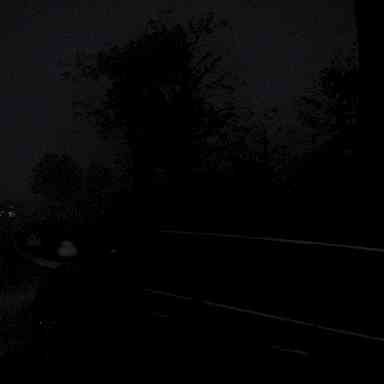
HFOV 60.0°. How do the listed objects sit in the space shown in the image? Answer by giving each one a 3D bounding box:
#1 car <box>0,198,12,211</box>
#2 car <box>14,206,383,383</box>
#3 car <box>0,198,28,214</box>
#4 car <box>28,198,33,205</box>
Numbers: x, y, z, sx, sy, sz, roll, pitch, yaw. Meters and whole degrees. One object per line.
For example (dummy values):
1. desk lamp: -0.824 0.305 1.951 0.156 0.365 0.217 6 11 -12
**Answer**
1. car: -32.327 2.127 57.532 2.150 2.045 5.566 0 -1 -27
2. car: 0.451 1.237 3.549 5.566 2.045 2.150 0 0 40
3. car: -24.962 1.971 45.847 2.150 2.045 5.566 0 -1 -11
4. car: -30.294 1.878 60.678 2.097 1.767 4.553 0 0 -29
